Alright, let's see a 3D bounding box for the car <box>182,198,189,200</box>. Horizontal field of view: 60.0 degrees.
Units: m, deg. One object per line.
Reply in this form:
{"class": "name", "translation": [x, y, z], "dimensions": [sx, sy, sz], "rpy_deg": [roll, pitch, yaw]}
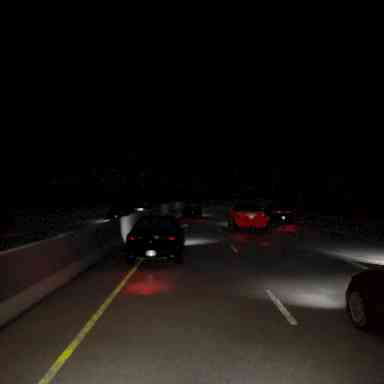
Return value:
{"class": "car", "translation": [0.154, 1.966, 45.499], "dimensions": [2.128, 1.511, 4.902], "rpy_deg": [0, 0, 3]}

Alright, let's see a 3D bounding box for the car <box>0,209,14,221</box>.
{"class": "car", "translation": [-14.073, 1.775, 22.680], "dimensions": [1.994, 1.385, 4.181], "rpy_deg": [0, -1, 0]}

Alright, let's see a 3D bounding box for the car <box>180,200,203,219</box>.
{"class": "car", "translation": [0.085, 1.813, 33.482], "dimensions": [1.882, 1.535, 5.008], "rpy_deg": [0, -1, 1]}

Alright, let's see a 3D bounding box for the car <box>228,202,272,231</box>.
{"class": "car", "translation": [3.625, 1.560, 22.386], "dimensions": [2.097, 1.767, 4.553], "rpy_deg": [0, -1, 0]}

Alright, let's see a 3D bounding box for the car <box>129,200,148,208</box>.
{"class": "car", "translation": [-9.202, 2.148, 59.661], "dimensions": [1.837, 1.490, 4.892], "rpy_deg": [0, -1, 8]}

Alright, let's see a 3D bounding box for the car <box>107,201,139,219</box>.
{"class": "car", "translation": [-7.054, 1.883, 33.527], "dimensions": [2.033, 1.411, 5.357], "rpy_deg": [0, -1, 0]}

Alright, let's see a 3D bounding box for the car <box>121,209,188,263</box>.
{"class": "car", "translation": [-1.211, 1.597, 12.285], "dimensions": [1.837, 1.490, 4.892], "rpy_deg": [0, -1, 0]}

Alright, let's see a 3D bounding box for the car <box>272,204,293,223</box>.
{"class": "car", "translation": [7.132, 1.781, 28.320], "dimensions": [1.837, 1.490, 4.892], "rpy_deg": [0, -1, 0]}

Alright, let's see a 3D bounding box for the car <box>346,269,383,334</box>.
{"class": "car", "translation": [3.605, 1.525, 3.917], "dimensions": [1.812, 1.442, 4.674], "rpy_deg": [0, 0, 0]}

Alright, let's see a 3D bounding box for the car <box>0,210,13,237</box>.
{"class": "car", "translation": [-10.583, 1.726, 15.241], "dimensions": [1.895, 1.301, 4.718], "rpy_deg": [0, -1, 0]}

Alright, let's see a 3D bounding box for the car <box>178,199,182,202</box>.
{"class": "car", "translation": [-1.774, 2.246, 75.605], "dimensions": [1.837, 1.490, 4.892], "rpy_deg": [0, -1, 17]}
